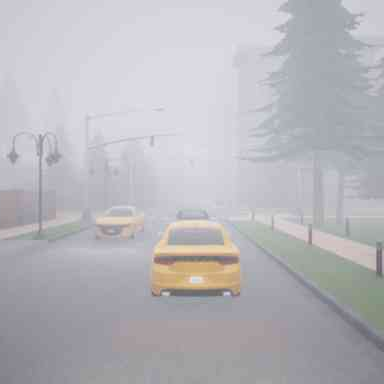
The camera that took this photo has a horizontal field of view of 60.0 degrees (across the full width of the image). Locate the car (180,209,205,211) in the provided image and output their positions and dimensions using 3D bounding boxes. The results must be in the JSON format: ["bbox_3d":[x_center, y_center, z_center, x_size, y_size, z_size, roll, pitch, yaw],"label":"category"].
[{"bbox_3d":[0.013,1.592,18.038,1.895,1.301,4.718,0,0,-1],"label":"car"}]

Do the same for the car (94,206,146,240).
[{"bbox_3d":[-3.601,1.468,17.308,1.882,1.535,5.008,0,0,0],"label":"car"}]

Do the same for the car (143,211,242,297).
[{"bbox_3d":[0.078,1.473,8.636,1.882,1.535,5.008,0,0,0],"label":"car"}]
